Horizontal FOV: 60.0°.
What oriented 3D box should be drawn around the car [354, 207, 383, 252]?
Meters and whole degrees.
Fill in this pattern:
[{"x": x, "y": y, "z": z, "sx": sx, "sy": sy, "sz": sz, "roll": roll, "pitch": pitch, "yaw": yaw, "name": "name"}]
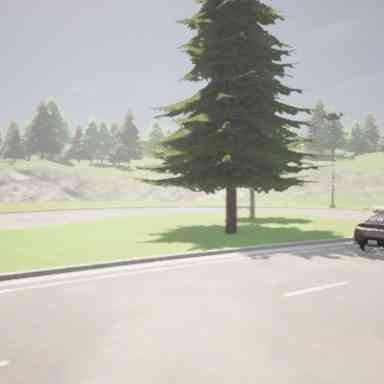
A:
[{"x": 8.056, "y": 1.465, "z": 12.361, "sx": 4.902, "sy": 1.511, "sz": 2.128, "roll": 0, "pitch": 1, "yaw": -32, "name": "car"}]
